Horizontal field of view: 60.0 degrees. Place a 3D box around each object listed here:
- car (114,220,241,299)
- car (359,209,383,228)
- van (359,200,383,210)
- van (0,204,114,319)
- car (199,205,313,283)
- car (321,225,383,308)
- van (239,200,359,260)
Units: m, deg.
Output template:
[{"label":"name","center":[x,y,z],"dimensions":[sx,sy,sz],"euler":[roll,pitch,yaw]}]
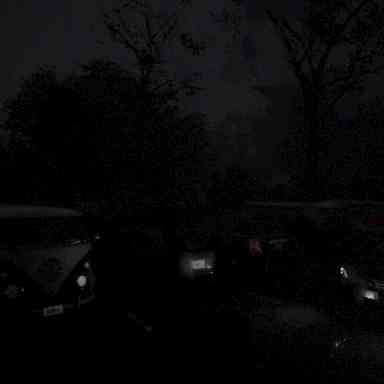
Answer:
[{"label":"car","center":[-1.231,1.541,8.751],"dimensions":[2.163,1.488,4.792],"euler":[0,0,-36]},{"label":"car","center":[5.679,1.581,13.648],"dimensions":[2.231,1.521,4.892],"euler":[1,0,-35]},{"label":"van","center":[7.918,1.377,15.379],"dimensions":[1.878,1.987,4.442],"euler":[1,0,-35]},{"label":"van","center":[-3.443,1.263,6.989],"dimensions":[1.878,1.987,4.442],"euler":[1,0,-35]},{"label":"car","center":[1.003,1.408,10.267],"dimensions":[2.185,1.767,4.553],"euler":[1,0,-35]},{"label":"car","center":[5.086,1.593,7.316],"dimensions":[4.674,1.442,1.812],"euler":[1,0,-35]},{"label":"van","center":[3.316,1.332,12.100],"dimensions":[1.878,1.987,4.442],"euler":[0,0,-35]}]
